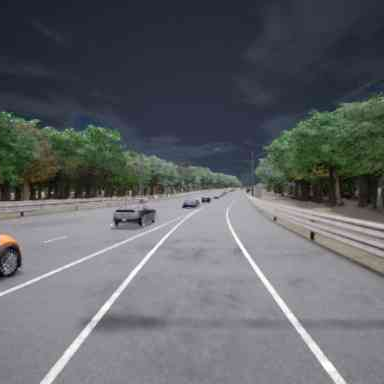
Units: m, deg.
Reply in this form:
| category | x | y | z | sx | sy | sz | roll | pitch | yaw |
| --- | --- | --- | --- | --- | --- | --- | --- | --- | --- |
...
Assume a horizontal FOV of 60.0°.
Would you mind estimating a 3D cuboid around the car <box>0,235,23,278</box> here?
| category | x | y | z | sx | sy | sz | roll | pitch | yaw |
| --- | --- | --- | --- | --- | --- | --- | --- | --- | --- |
| car | -5.940 | 1.352 | 7.360 | 2.097 | 1.767 | 4.553 | -1 | 0 | 8 |

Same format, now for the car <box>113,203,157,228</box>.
| category | x | y | z | sx | sy | sz | roll | pitch | yaw |
| --- | --- | --- | --- | --- | --- | --- | --- | --- | --- |
| car | -3.720 | 1.483 | 22.378 | 2.128 | 1.511 | 4.902 | 0 | 0 | 8 |

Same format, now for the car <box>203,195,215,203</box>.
| category | x | y | z | sx | sy | sz | roll | pitch | yaw |
| --- | --- | --- | --- | --- | --- | --- | --- | --- | --- |
| car | 2.986 | 1.422 | 67.962 | 1.882 | 1.535 | 5.008 | 0 | 0 | 8 |

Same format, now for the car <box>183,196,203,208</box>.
| category | x | y | z | sx | sy | sz | roll | pitch | yaw |
| --- | --- | --- | --- | --- | --- | --- | --- | --- | --- |
| car | -0.054 | 1.533 | 47.312 | 1.994 | 1.385 | 4.181 | 0 | 0 | 8 |
